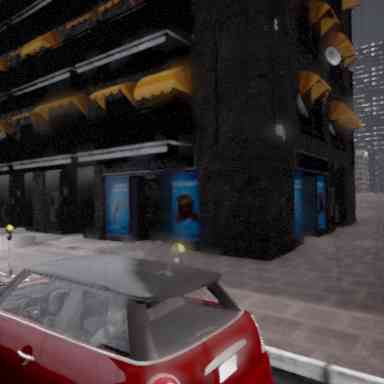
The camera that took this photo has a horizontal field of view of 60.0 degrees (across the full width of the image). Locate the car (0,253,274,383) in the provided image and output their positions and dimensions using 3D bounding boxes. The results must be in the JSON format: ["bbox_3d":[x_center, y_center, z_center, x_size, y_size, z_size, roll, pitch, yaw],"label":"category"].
[{"bbox_3d":[-1.292,1.449,3.806,4.097,1.590,1.967,0,-1,35],"label":"car"}]
